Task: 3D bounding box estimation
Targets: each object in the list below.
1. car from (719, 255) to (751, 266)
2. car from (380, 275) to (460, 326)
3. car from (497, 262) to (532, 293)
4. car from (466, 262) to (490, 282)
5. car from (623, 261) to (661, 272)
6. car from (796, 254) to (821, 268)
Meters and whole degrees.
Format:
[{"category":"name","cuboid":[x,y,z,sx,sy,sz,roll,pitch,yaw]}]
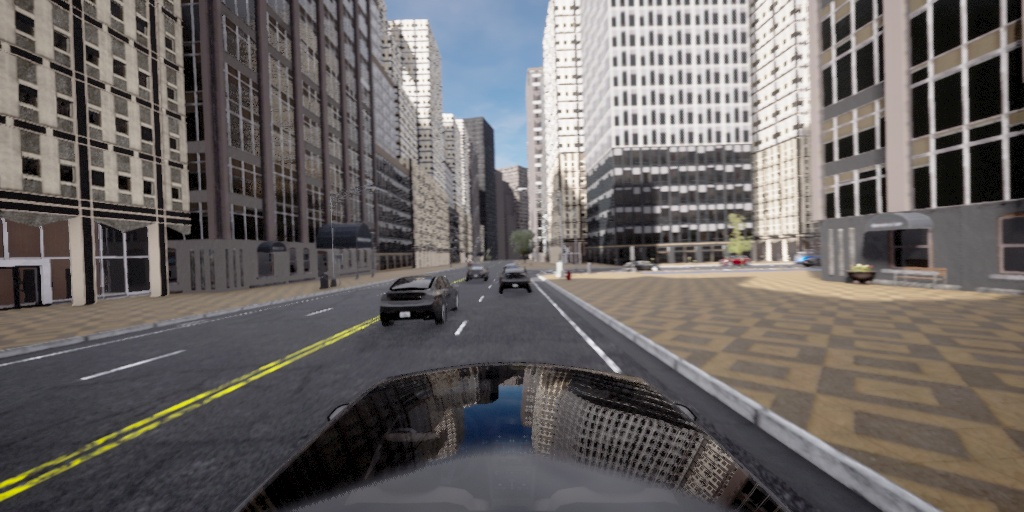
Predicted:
[{"category":"car","cuboid":[32.687,0.663,52.687,4.097,1.591,1.967,0,0,-1]},{"category":"car","cuboid":[-3.022,1.405,12.482,1.837,1.490,4.892,-2,0,0]},{"category":"car","cuboid":[0.171,1.347,21.928,1.837,1.490,4.892,-2,0,0]},{"category":"car","cuboid":[-3.123,1.527,32.992,1.812,1.442,4.674,-2,0,0]},{"category":"car","cuboid":[15.910,1.254,43.882,4.403,1.370,2.007,0,0,-1]},{"category":"car","cuboid":[38.467,0.751,44.407,4.313,1.339,1.948,0,0,-1]}]
